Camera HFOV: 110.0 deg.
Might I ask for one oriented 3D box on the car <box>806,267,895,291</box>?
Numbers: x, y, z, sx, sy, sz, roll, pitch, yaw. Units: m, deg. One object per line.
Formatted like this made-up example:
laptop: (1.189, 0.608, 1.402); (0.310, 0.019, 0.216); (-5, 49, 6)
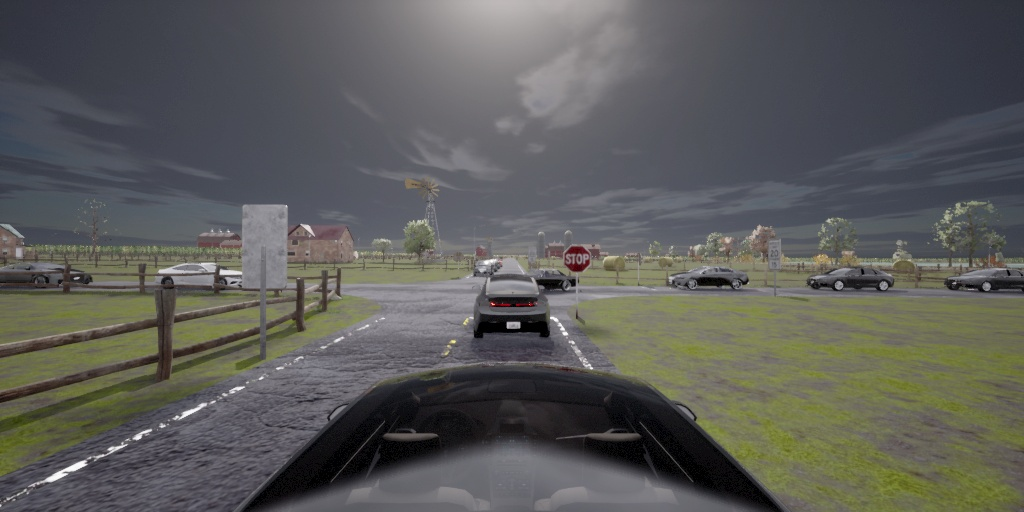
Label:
car: (22.201, 1.499, 23.648); (4.892, 1.490, 1.837); (1, -1, -1)

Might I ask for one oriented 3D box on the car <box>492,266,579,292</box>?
car: (1.501, 1.369, 20.250); (4.718, 1.301, 1.895); (1, 0, -35)

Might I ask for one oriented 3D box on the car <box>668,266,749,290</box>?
car: (12.800, 1.397, 23.478); (4.902, 1.511, 2.128); (1, -1, -2)

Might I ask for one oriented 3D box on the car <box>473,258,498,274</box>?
car: (-2.856, 1.243, 36.891); (2.128, 1.511, 4.902); (0, 0, 0)

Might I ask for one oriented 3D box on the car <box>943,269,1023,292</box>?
car: (31.704, 1.587, 23.768); (4.892, 1.490, 1.837); (1, -1, -1)

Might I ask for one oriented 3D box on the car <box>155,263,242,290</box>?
car: (-17.242, 1.103, 20.162); (4.674, 1.442, 1.812); (1, -1, -1)

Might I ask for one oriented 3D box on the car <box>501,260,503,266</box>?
car: (-2.817, 1.240, 55.879); (2.128, 1.511, 4.902); (0, 0, 0)

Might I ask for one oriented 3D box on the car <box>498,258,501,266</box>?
car: (-2.849, 1.241, 46.337); (2.128, 1.511, 4.902); (0, 0, 0)

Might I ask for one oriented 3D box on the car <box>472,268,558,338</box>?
car: (-0.073, 1.256, 10.204); (1.837, 1.490, 4.892); (0, 0, -3)

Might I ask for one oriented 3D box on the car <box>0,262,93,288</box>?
car: (-26.362, 1.048, 20.041); (4.181, 1.385, 1.994); (1, -1, -1)
